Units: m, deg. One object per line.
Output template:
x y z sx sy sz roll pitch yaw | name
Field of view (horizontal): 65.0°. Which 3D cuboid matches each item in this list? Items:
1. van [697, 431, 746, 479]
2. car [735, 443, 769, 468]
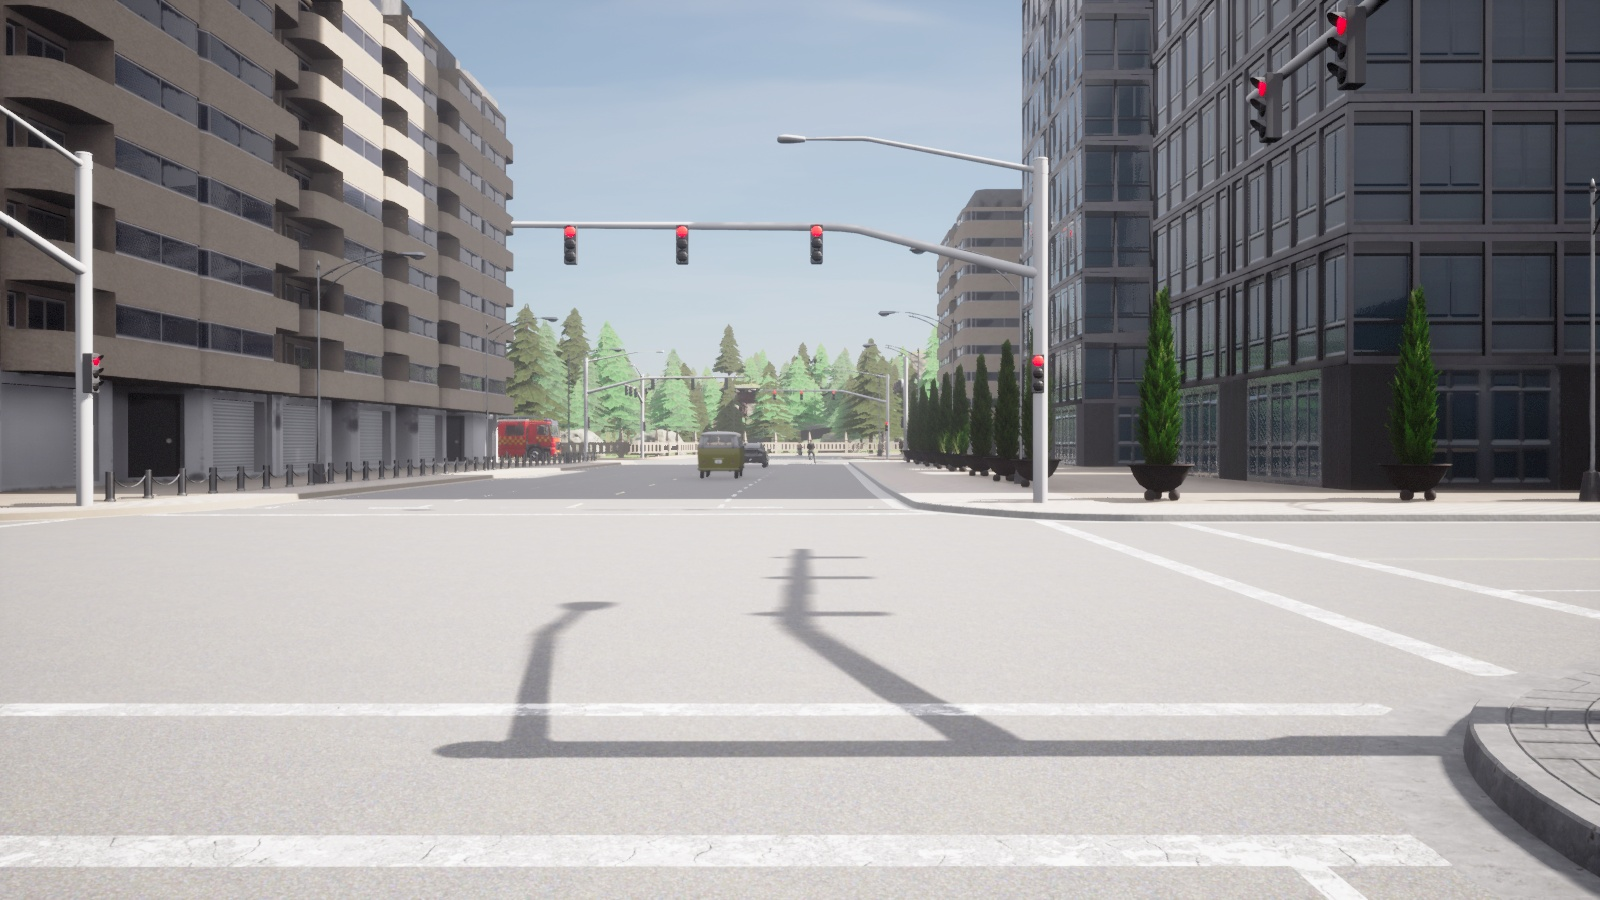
-3.337 0.191 54.120 1.775 1.987 4.442 0 0 1 | van
-2.916 0.312 77.394 1.837 1.490 4.892 0 0 1 | car
